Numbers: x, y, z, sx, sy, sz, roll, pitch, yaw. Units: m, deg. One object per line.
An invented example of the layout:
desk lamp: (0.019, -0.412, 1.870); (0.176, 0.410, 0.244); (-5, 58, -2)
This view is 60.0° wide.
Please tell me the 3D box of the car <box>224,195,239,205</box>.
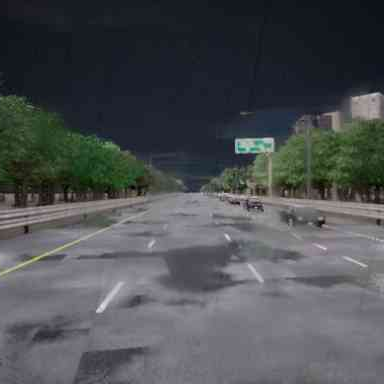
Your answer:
car: (7.179, 1.564, 57.549); (1.895, 1.301, 4.718); (0, 0, 0)

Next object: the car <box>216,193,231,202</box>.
car: (7.275, 1.466, 76.513); (2.128, 1.511, 4.902); (0, 0, 0)

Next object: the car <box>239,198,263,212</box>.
car: (7.089, 1.491, 39.095); (1.837, 1.490, 4.892); (0, 0, 0)

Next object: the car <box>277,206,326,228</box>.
car: (7.029, 1.599, 21.960); (1.895, 1.301, 4.718); (0, 0, 0)
